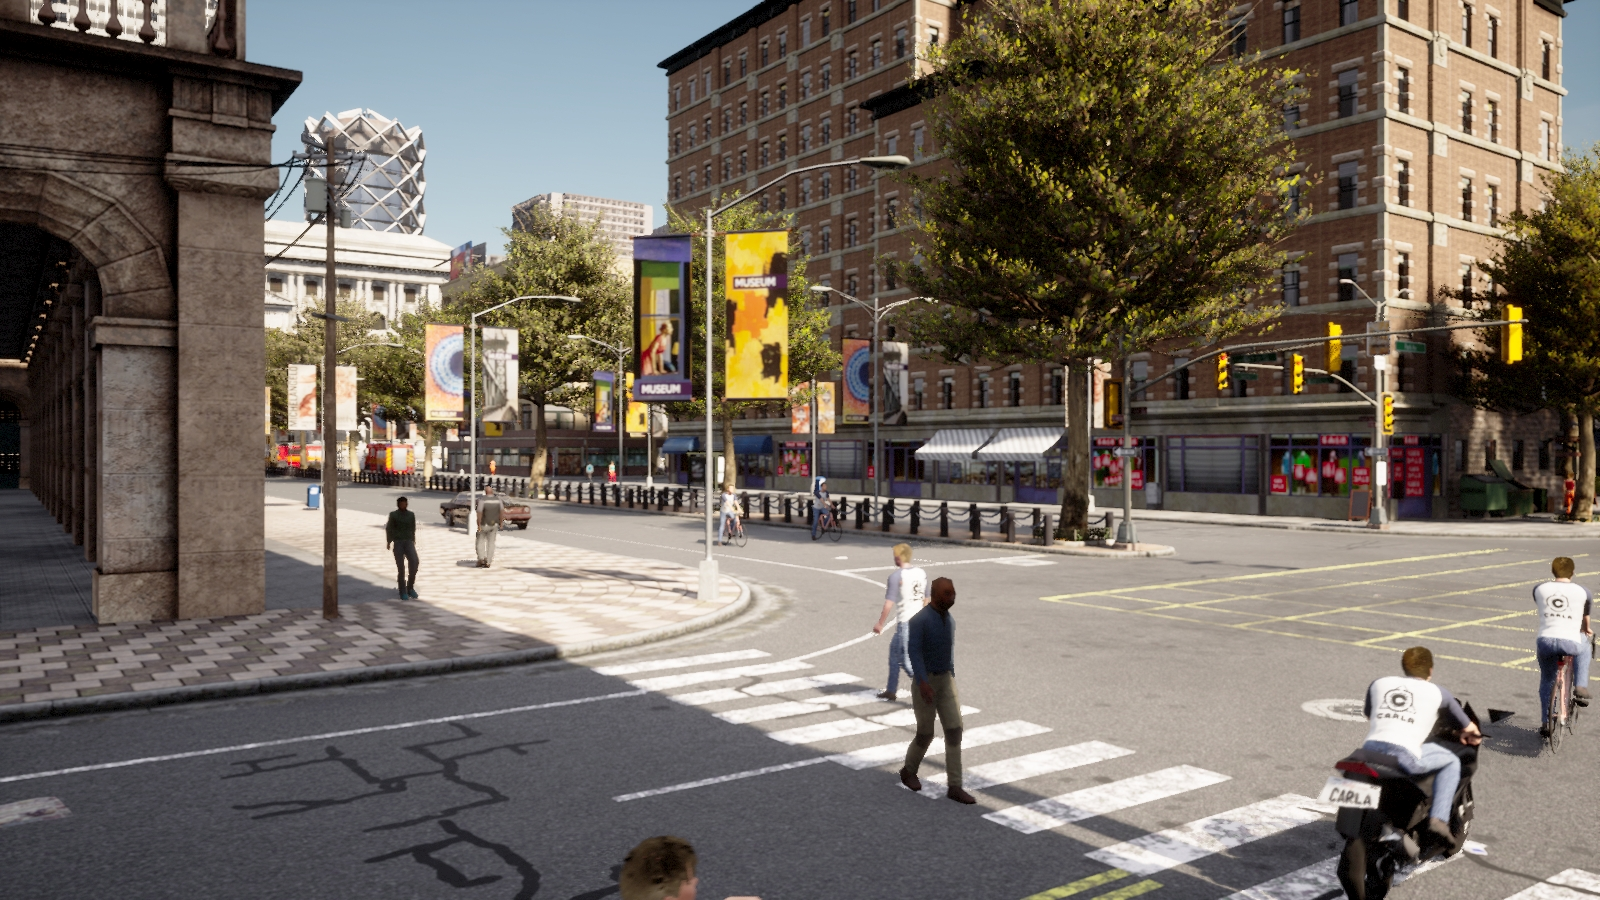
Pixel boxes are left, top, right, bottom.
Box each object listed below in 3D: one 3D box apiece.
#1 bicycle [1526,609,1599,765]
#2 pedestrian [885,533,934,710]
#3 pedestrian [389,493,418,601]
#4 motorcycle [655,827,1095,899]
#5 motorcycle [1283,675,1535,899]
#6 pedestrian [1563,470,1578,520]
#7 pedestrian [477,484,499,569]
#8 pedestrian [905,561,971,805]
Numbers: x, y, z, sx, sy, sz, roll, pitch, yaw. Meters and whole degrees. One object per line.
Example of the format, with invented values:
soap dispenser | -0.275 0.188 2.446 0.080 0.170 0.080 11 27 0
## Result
bicycle | 7.299 2.211 10.899 0.373 1.196 1.643 0 0 42
pedestrian | 1.195 1.852 12.497 0.375 1.860 0.375 0 0 44
pedestrian | -6.980 1.699 20.114 0.375 1.860 0.375 0 0 -37
motorcycle | -0.139 2.171 3.673 2.356 1.277 0.764 0 0 -35
motorcycle | 3.976 2.216 7.375 2.033 1.145 0.803 0 0 -42
pedestrian | 29.421 1.716 43.611 0.375 1.860 0.375 0 0 -39
pedestrian | -6.988 1.700 25.582 0.375 1.860 0.375 0 0 -32
pedestrian | 1.114 1.851 9.222 0.375 1.860 0.375 0 0 -33
